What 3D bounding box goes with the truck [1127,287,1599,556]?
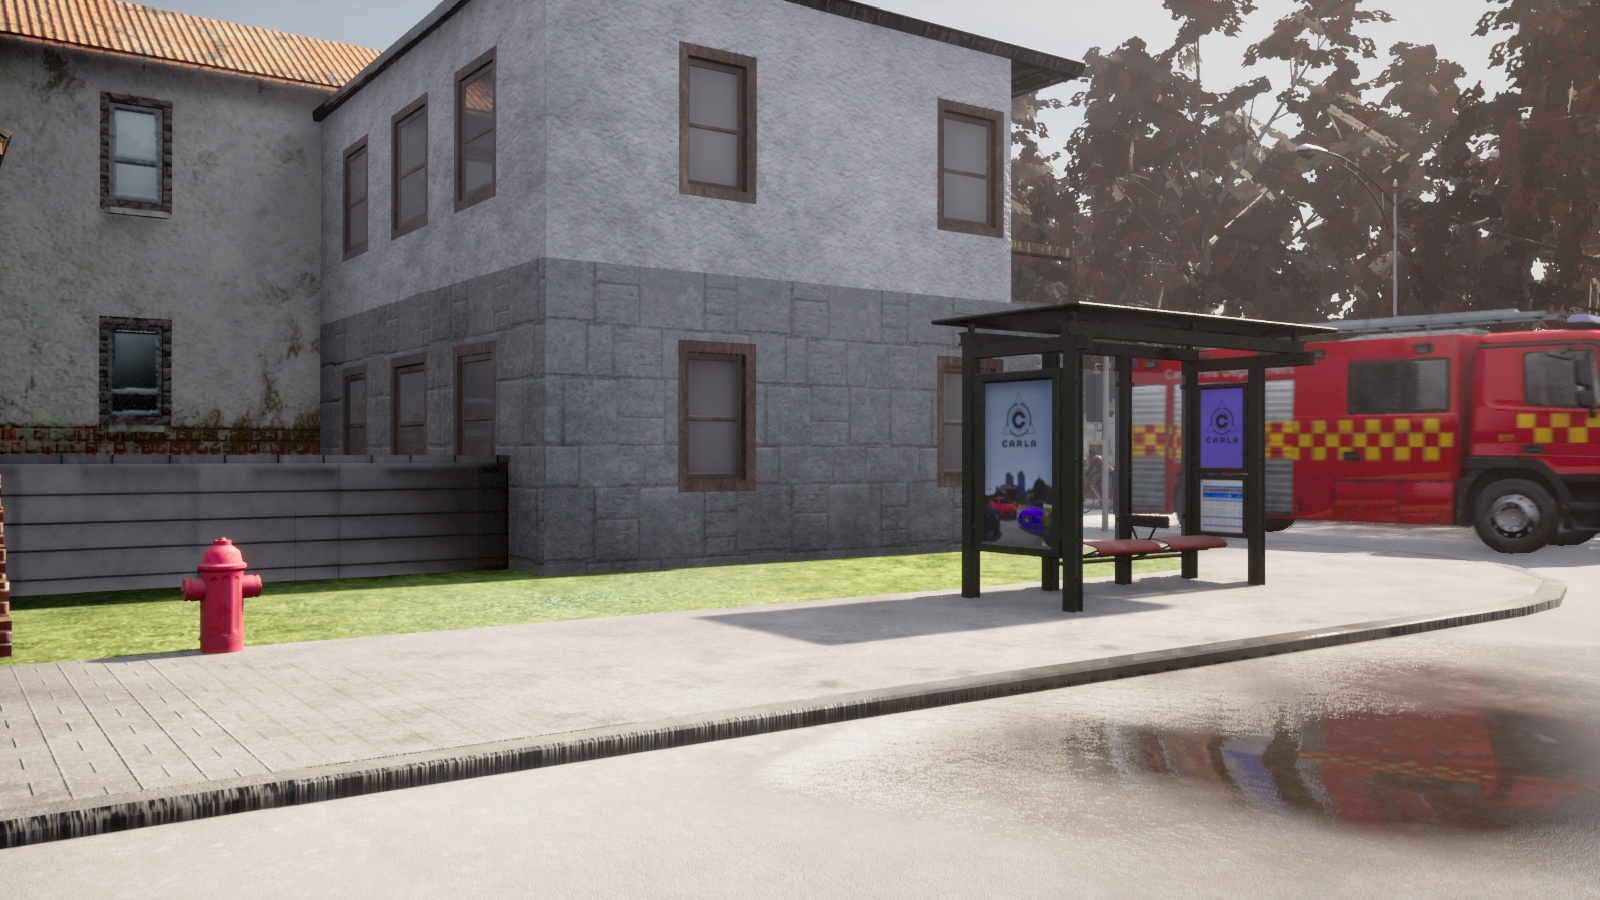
[{"bbox_3d":[10.062,-0.389,21.305,2.891,3.827,8.468,0,0,-44],"label":"truck"}]
